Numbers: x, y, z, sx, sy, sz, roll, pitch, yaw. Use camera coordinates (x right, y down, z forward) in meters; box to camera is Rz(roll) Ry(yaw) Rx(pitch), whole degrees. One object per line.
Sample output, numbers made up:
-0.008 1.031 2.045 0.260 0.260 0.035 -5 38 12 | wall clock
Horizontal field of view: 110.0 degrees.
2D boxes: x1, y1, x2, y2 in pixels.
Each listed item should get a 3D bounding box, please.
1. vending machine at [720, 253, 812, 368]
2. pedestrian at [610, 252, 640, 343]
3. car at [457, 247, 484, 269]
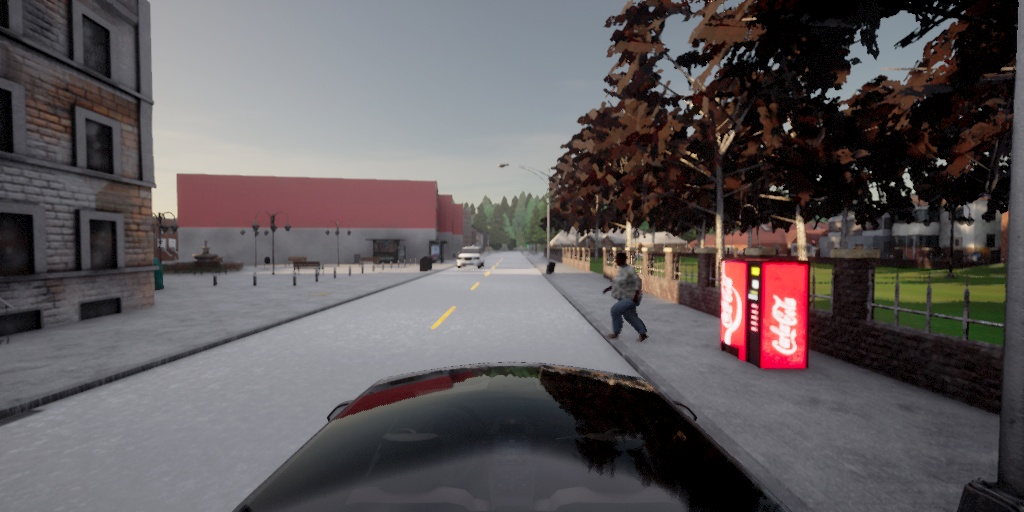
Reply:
4.323 1.046 6.257 1.100 2.100 0.880 0 0 0 | vending machine
2.256 0.796 7.173 0.375 1.860 0.375 0 1 0 | pedestrian
-3.890 0.118 34.524 2.150 2.045 5.566 0 2 0 | car
